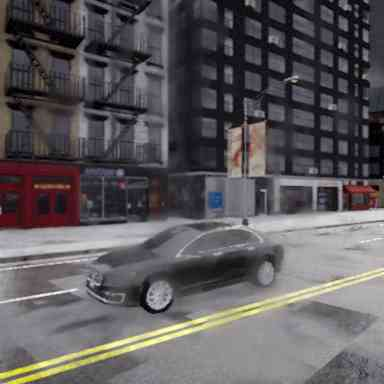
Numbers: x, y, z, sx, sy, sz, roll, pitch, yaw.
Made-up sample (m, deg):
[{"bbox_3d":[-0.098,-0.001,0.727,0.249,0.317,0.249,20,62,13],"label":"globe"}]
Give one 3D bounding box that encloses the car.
[{"bbox_3d":[0.089,1.505,7.708,4.892,1.490,1.837,0,0,-35],"label":"car"}]
